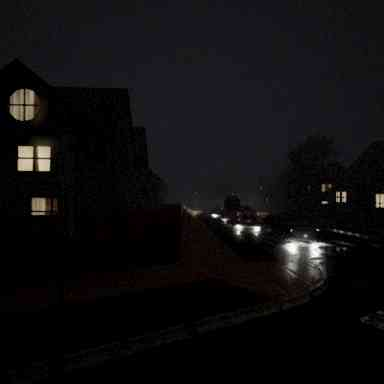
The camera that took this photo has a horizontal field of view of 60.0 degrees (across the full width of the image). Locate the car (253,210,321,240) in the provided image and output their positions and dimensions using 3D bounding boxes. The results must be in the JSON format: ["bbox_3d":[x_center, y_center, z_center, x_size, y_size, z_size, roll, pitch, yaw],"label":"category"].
[{"bbox_3d":[5.486,1.910,19.473,2.033,1.411,5.357,1,-2,-6],"label":"car"}]

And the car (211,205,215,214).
[{"bbox_3d":[4.153,2.848,55.339,2.128,1.511,4.902,1,-2,-1],"label":"car"}]

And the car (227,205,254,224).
[{"bbox_3d":[4.867,2.035,31.208,2.097,1.767,4.553,1,-2,-2],"label":"car"}]

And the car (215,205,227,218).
[{"bbox_3d":[4.516,2.533,42.097,2.033,1.411,5.357,1,-2,-2],"label":"car"}]
